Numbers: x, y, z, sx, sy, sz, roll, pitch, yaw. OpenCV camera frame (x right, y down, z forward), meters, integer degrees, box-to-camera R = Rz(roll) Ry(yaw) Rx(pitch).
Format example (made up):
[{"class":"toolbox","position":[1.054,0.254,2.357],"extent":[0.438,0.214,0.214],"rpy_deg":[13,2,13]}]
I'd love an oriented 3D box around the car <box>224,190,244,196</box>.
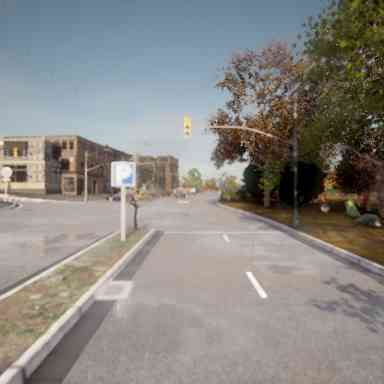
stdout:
[{"class":"car","position":[10.904,0.267,86.524],"extent":[4.792,1.488,2.163],"rpy_deg":[0,1,-11]}]

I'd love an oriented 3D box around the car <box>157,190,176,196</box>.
[{"class":"car","position":[-6.927,0.269,90.370],"extent":[5.008,1.535,2.097],"rpy_deg":[-1,1,-11]}]

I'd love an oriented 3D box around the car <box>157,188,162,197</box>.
[{"class":"car","position":[-9.518,0.521,72.435],"extent":[4.674,1.452,2.002],"rpy_deg":[-1,0,-13]}]

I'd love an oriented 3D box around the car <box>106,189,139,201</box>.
[{"class":"car","position":[-11.633,0.727,54.477],"extent":[4.792,1.488,2.163],"rpy_deg":[-1,1,-15]}]

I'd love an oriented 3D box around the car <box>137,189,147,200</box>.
[{"class":"car","position":[-10.999,0.649,57.471],"extent":[5.366,1.575,1.946],"rpy_deg":[-1,0,-15]}]

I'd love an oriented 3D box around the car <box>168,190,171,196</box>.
[{"class":"car","position":[-8.283,0.123,81.424],"extent":[5.566,2.045,2.435],"rpy_deg":[-1,0,-12]}]

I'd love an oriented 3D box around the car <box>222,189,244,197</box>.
[{"class":"car","position":[9.199,0.258,74.808],"extent":[4.553,1.767,2.185],"rpy_deg":[0,1,-12]}]

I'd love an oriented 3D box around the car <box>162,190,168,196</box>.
[{"class":"car","position":[-8.723,0.451,78.420],"extent":[4.674,1.452,2.002],"rpy_deg":[-1,1,-12]}]

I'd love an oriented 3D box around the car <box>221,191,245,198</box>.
[{"class":"car","position":[8.480,0.497,68.940],"extent":[4.674,1.452,2.002],"rpy_deg":[0,1,-13]}]

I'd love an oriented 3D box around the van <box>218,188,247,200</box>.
[{"class":"van","position":[7.085,0.375,57.131],"extent":[4.442,1.987,1.878],"rpy_deg":[0,1,-14]}]

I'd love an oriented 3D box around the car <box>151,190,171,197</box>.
[{"class":"car","position":[-7.872,0.340,84.407],"extent":[5.008,1.535,2.097],"rpy_deg":[-1,0,-12]}]

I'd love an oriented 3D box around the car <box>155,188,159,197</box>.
[{"class":"car","position":[-9.880,0.556,69.433],"extent":[4.674,1.452,2.002],"rpy_deg":[-1,1,-13]}]

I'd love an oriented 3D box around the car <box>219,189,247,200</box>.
[{"class":"car","position":[7.459,0.439,60.103],"extent":[4.553,1.767,2.185],"rpy_deg":[0,1,-14]}]

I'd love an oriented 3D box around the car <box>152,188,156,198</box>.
[{"class":"car","position":[-10.243,0.552,66.436],"extent":[4.892,1.521,2.231],"rpy_deg":[-1,0,-14]}]

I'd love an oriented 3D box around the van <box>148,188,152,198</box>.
[{"class":"van","position":[-10.460,0.358,63.462],"extent":[4.442,1.987,1.878],"rpy_deg":[-1,0,-14]}]

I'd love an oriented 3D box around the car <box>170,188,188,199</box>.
[{"class":"car","position":[-2.452,0.551,66.027],"extent":[1.837,1.490,4.892],"rpy_deg":[0,1,6]}]

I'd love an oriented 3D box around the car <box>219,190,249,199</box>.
[{"class":"car","position":[7.984,0.527,63.100],"extent":[5.366,1.575,1.946],"rpy_deg":[0,1,-13]}]
